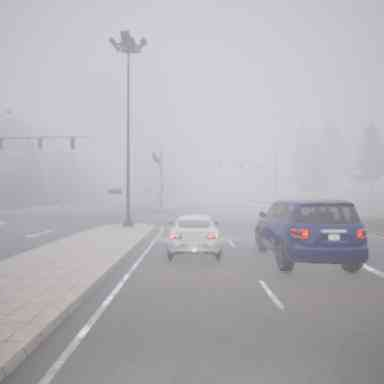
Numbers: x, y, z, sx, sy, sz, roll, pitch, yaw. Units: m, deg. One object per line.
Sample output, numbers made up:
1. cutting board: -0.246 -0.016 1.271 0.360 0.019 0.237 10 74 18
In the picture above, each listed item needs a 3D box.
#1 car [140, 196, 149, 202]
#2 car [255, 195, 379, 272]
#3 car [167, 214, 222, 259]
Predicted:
1. car: -12.017 1.708 84.015 2.128 1.511 4.902 0 0 -1
2. car: 3.569 1.243 10.949 2.150 2.045 5.566 0 0 1
3. car: 0.079 1.554 12.541 1.812 1.442 4.674 0 0 0
